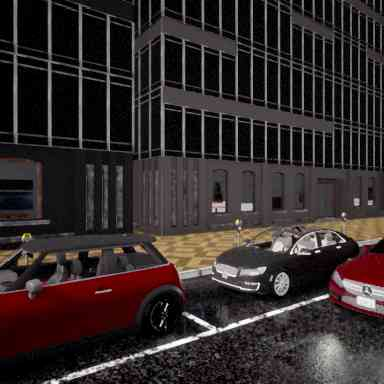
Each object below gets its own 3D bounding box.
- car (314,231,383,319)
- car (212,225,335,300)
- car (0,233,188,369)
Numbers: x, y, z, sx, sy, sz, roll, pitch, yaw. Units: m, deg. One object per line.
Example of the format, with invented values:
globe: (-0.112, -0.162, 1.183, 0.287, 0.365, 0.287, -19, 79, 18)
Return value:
car: (4.710, 1.524, 6.734, 4.674, 1.442, 1.812, 0, 0, -35)
car: (2.477, 1.549, 8.324, 4.403, 1.369, 2.008, 0, 0, -35)
car: (-2.158, 1.440, 5.021, 4.097, 1.590, 1.967, 0, 0, -35)
